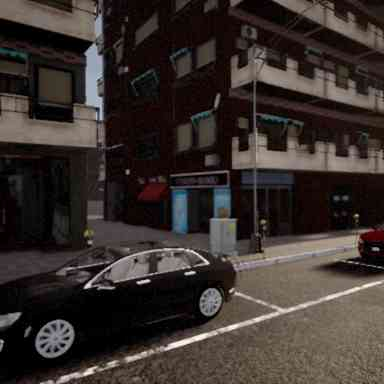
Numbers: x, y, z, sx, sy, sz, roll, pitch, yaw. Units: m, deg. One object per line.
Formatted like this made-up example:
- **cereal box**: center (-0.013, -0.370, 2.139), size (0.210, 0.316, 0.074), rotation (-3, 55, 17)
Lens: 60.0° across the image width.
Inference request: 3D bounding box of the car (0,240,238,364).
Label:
- **car**: center (-1.159, 1.567, 5.751), size (4.403, 1.369, 2.008), rotation (1, -1, -35)

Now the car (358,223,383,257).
- **car**: center (7.834, 1.642, 12.169), size (4.507, 1.381, 1.887), rotation (1, -1, -35)
